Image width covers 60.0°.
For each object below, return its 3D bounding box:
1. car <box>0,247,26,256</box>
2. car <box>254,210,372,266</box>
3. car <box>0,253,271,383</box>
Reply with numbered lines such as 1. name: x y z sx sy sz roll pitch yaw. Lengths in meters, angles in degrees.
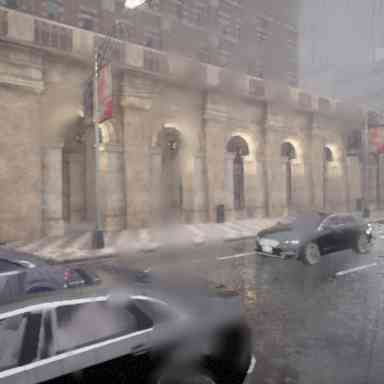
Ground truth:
1. car: -4.155 1.591 5.315 4.181 1.385 1.994 -1 0 -36
2. car: 4.224 1.409 11.342 4.902 1.511 2.128 -1 0 -36
3. car: -1.651 1.502 2.795 4.902 1.511 2.128 -1 0 -34
